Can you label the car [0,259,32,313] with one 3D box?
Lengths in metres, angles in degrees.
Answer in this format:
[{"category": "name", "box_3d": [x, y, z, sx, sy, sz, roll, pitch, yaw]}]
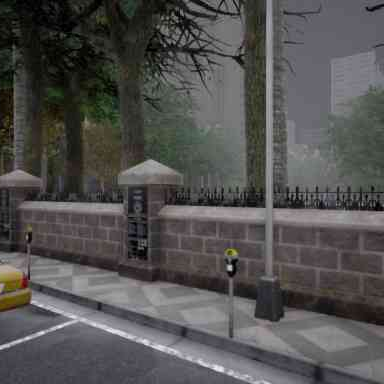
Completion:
[{"category": "car", "box_3d": [-5.071, 1.526, 6.555, 4.829, 1.417, 1.752, 0, 0, 35]}]
